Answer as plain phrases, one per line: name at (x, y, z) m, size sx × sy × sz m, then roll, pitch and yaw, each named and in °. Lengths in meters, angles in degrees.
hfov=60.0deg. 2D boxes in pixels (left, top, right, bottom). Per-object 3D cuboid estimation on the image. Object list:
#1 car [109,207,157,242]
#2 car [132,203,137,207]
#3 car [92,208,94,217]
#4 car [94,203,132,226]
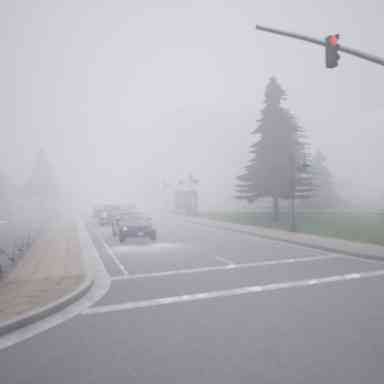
car at (-3.310, 1.825, 18.533) m, size 1.812 × 1.442 × 4.674 m, roll -1°, pitch -1°, yaw -20°
car at (-8.151, 2.192, 42.690) m, size 1.837 × 1.490 × 4.892 m, roll -1°, pitch -1°, yaw -20°
car at (-10.180, 2.136, 37.565) m, size 1.882 × 1.535 × 5.008 m, roll -1°, pitch 0°, yaw -19°
car at (-6.692, 1.827, 27.823) m, size 2.097 × 1.767 × 4.553 m, roll -1°, pitch -1°, yaw -20°
